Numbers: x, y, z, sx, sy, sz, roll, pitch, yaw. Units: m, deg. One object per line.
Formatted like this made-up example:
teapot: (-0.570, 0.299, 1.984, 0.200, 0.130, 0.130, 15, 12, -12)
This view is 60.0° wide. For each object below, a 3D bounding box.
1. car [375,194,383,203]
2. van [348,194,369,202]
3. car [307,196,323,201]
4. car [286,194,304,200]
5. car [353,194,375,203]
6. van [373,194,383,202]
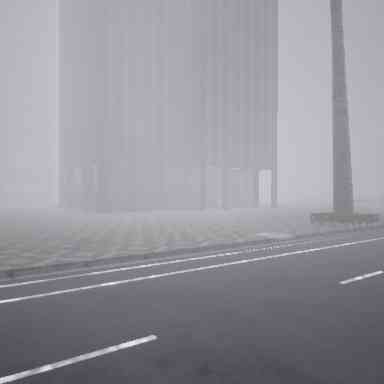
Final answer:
car: (38.174, 1.304, 62.720, 2.192, 1.841, 5.009, 0, 0, -36)
van: (38.515, 1.353, 76.916, 1.690, 1.788, 3.998, 0, 0, -36)
car: (31.917, 1.592, 86.157, 1.802, 1.307, 4.206, 0, 0, -36)
car: (28.618, 1.592, 90.778, 1.802, 1.307, 4.206, 0, 0, -36)
car: (34.875, 1.568, 67.340, 1.802, 1.307, 4.206, 0, 0, -36)
van: (41.813, 1.355, 72.295, 1.690, 1.788, 3.998, 0, 0, -36)
